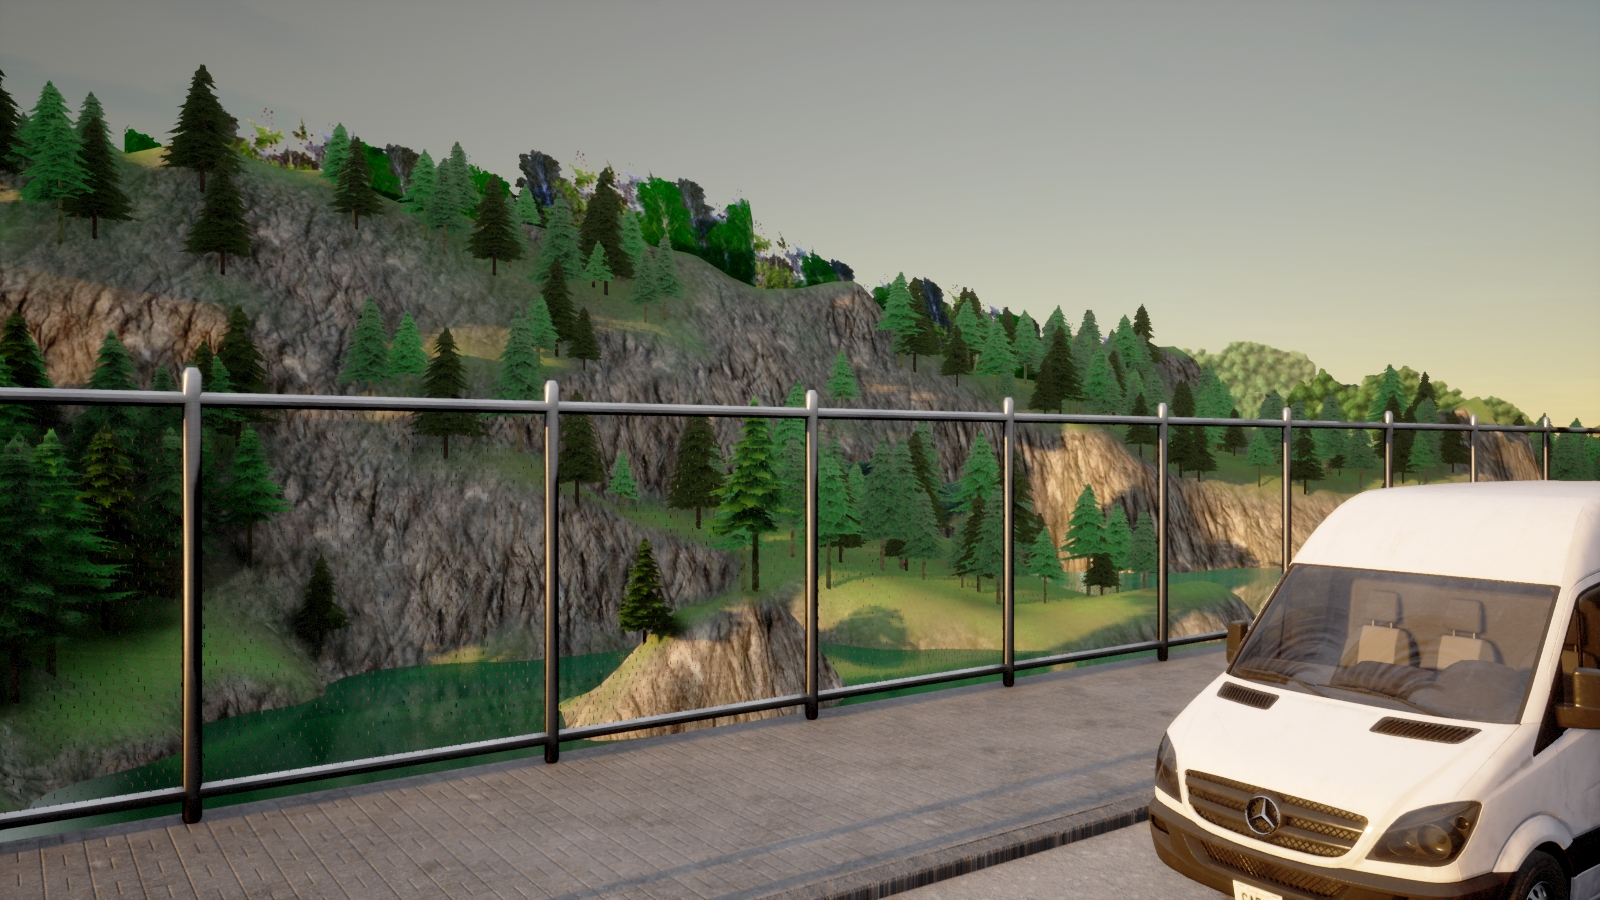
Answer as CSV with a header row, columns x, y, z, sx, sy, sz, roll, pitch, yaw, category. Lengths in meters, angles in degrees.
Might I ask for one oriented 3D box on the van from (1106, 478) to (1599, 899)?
x,y,z,sx,sy,sz,roll,pitch,yaw,category
4.843,1.531,7.777,5.915,2.561,1.988,0,0,-35,van
